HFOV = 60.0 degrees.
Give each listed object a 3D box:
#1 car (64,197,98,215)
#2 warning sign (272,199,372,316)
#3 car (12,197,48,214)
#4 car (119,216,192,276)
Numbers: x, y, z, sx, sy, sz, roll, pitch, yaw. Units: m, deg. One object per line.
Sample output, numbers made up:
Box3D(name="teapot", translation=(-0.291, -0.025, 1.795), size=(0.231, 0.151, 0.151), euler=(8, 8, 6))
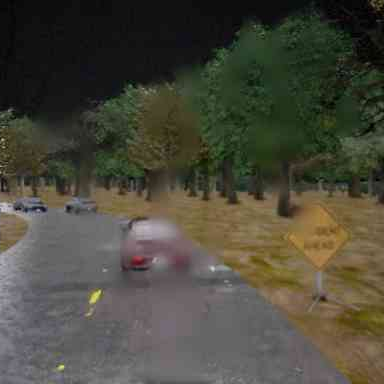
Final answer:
Box3D(name="car", translation=(-9.957, 1.213, 29.583), size=(2.128, 1.511, 4.902), euler=(0, 0, -36))
Box3D(name="warning sign", translation=(2.286, 1.074, 6.008), size=(1.300, 1.860, 1.060), euler=(-1, 0, -7))
Box3D(name="car", translation=(-15.266, 1.196, 31.191), size=(2.033, 1.411, 5.357), euler=(0, 0, -42))
Box3D(name="car", translation=(-1.217, 1.449, 10.110), size=(1.812, 1.442, 4.674), euler=(0, 1, -12))
